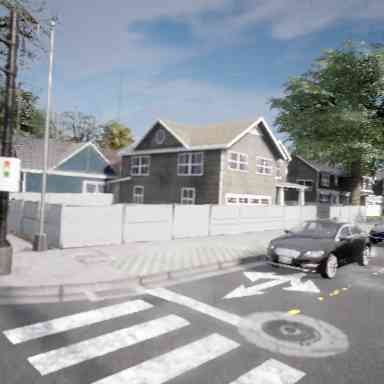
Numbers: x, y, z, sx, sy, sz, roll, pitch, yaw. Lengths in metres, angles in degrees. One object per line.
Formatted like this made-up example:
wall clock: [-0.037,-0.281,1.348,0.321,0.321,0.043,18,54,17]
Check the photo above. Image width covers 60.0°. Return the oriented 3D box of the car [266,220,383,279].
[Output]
car: [4.297,1.683,10.879,2.128,1.511,4.902,3,0,45]
